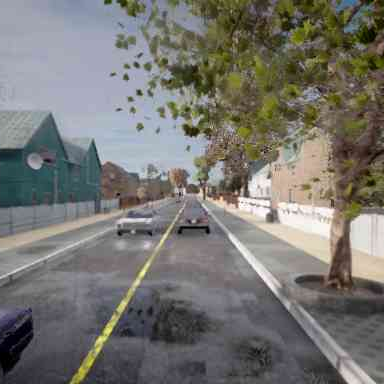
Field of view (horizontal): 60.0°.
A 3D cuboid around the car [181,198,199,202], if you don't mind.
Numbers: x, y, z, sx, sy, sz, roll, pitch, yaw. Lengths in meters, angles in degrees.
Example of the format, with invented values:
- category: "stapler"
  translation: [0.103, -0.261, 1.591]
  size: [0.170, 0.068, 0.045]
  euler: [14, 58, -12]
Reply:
- category: "car"
  translation: [0.103, 1.578, 37.343]
  size: [2.033, 1.411, 5.357]
  euler: [0, 0, 0]

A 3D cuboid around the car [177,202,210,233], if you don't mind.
- category: "car"
  translation: [0.102, 1.567, 19.753]
  size: [2.033, 1.411, 5.357]
  euler: [0, 0, 0]

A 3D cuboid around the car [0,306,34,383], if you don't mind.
- category: "car"
  translation: [-2.848, 1.603, 1.810]
  size: [1.895, 1.301, 4.718]
  euler: [0, 0, 0]

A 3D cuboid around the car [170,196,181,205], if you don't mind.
- category: "car"
  translation: [-2.744, 1.458, 60.189]
  size: [1.837, 1.490, 4.892]
  euler: [0, 0, 0]

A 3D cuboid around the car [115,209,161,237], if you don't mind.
- category: "car"
  translation: [-2.848, 1.619, 18.348]
  size: [1.895, 1.301, 4.718]
  euler: [0, 0, 0]
